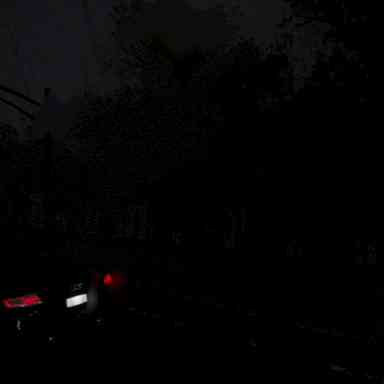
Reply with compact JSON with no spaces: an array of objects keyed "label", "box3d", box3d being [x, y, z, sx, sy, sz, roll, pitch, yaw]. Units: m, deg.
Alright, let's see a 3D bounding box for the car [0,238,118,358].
[{"label":"car","box3d":[-3.319,1.560,6.032,4.181,1.385,1.994,0,0,35]}]
